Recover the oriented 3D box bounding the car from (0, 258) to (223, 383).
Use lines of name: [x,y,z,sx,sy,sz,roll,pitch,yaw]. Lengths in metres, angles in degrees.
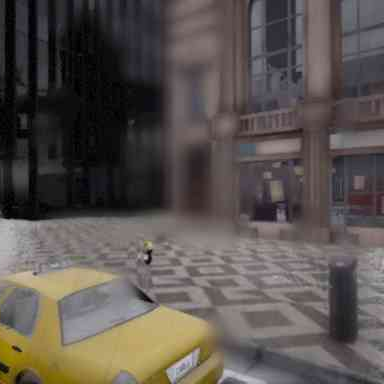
car: [-1.960,1.563,4.357,4.829,1.417,1.752,-1,0,35]
